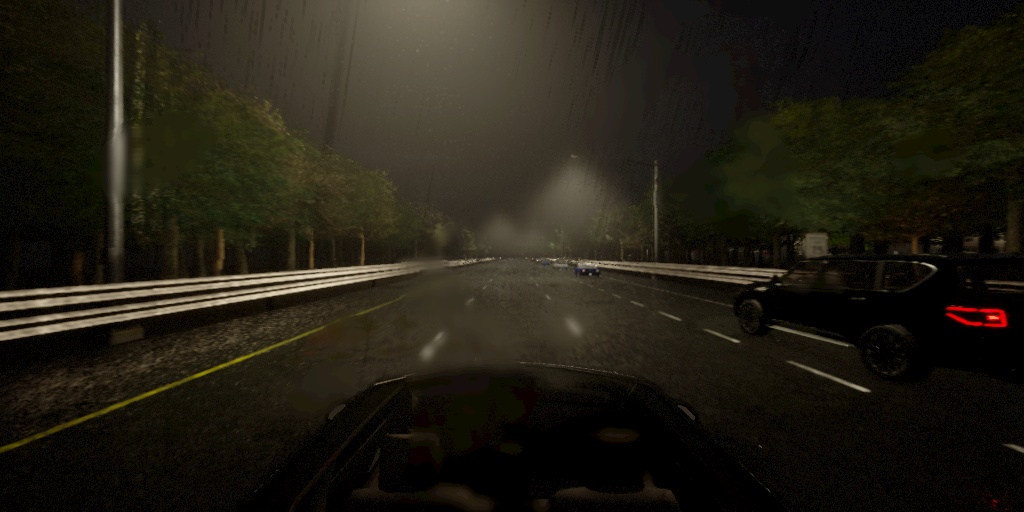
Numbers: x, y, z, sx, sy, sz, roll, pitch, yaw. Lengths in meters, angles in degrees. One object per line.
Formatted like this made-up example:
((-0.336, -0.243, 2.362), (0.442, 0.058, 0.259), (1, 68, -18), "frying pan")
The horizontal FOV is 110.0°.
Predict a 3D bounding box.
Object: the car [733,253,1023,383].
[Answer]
((7.001, 0.977, 7.243), (2.150, 2.045, 5.566), (0, 0, 0), "car")

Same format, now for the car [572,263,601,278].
((7.004, 1.362, 34.261), (1.895, 1.301, 4.718), (0, 0, 0), "car")

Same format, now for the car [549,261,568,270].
((7.013, 1.381, 53.176), (1.895, 1.301, 4.718), (0, 0, 0), "car")
